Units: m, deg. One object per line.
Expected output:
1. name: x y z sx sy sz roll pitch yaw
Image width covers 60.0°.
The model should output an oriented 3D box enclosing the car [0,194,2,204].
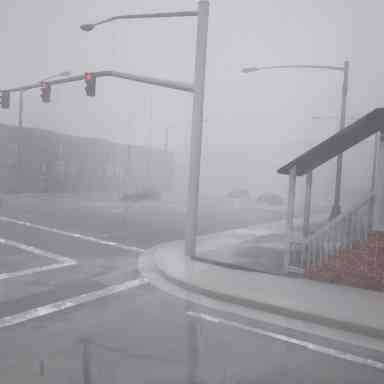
1. car: -14.009 0.089 19.849 2.097 1.767 4.553 5 3 32

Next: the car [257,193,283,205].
1. car: 9.610 0.780 40.773 1.994 1.385 4.181 5 3 36

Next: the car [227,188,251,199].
1. car: 7.060 0.245 49.378 1.837 1.490 4.892 5 2 36

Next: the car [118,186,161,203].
1. car: -5.071 0.220 32.641 2.128 1.511 4.902 5 3 36
